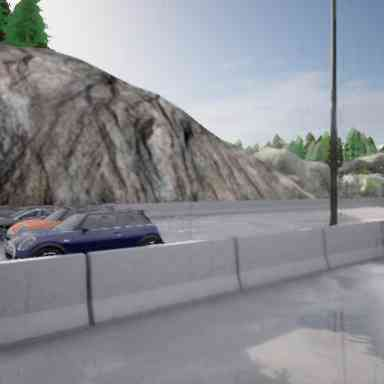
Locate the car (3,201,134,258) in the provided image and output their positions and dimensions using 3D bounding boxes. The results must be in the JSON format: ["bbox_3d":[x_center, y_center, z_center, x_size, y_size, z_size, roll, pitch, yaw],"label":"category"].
[{"bbox_3d":[-4.887,1.324,13.401,4.553,1.767,2.097,0,0,-35],"label":"car"}]

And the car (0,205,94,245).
[{"bbox_3d":[-7.459,1.462,15.867,4.902,1.511,2.128,0,0,-35],"label":"car"}]

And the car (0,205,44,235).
[{"bbox_3d":[-10.642,1.497,17.883,4.674,1.442,1.812,0,0,-36],"label":"car"}]

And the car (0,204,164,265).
[{"bbox_3d":[-3.188,1.329,10.314,4.553,1.767,2.097,0,0,-35],"label":"car"}]
